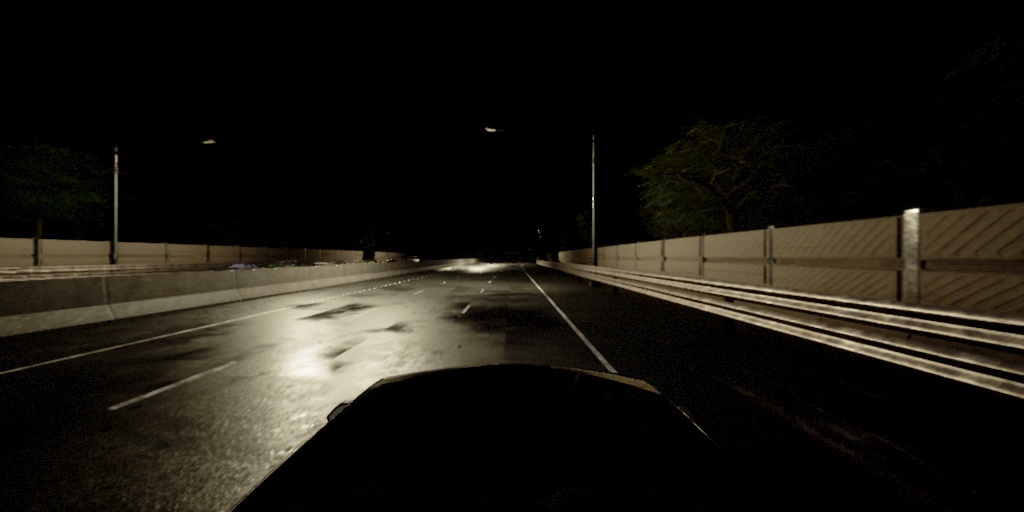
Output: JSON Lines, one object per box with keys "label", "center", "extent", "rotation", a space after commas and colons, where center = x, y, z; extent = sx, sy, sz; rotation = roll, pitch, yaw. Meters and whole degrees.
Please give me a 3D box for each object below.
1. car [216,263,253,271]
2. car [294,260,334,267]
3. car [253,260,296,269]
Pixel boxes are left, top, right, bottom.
{"label": "car", "center": [-24.590, 1.372, 32.819], "extent": [2.033, 1.411, 5.357], "rotation": [0, 0, 0]}
{"label": "car", "center": [-17.589, 1.350, 33.057], "extent": [1.812, 1.442, 4.674], "rotation": [0, 0, 0]}
{"label": "car", "center": [-21.086, 1.177, 33.262], "extent": [2.097, 1.767, 4.553], "rotation": [0, 0, 0]}
